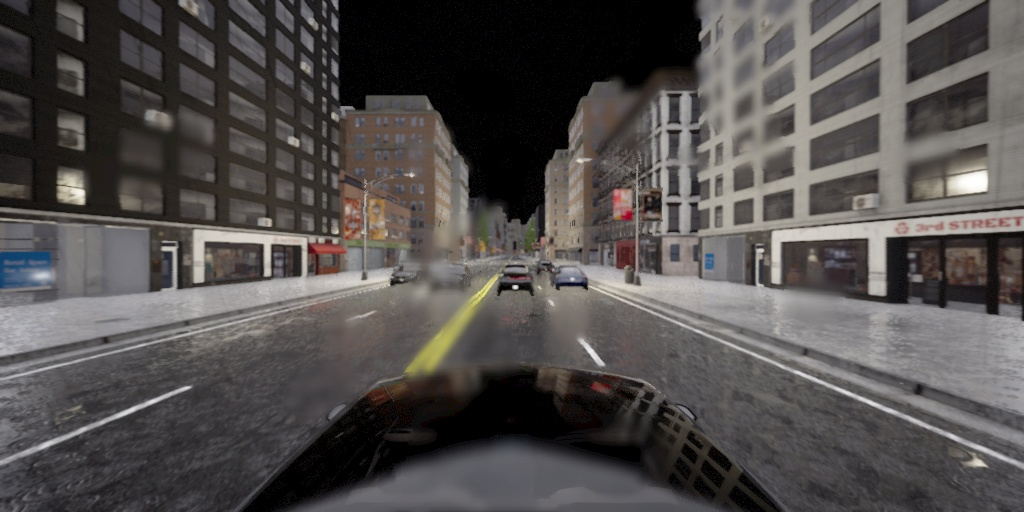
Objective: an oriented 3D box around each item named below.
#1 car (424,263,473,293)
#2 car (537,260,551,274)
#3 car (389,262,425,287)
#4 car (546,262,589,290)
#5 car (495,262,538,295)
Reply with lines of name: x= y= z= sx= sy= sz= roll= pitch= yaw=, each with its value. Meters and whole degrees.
car: x=-3.268 y=1.192 z=20.096 sx=1.837 sy=1.490 sz=4.892 roll=0 pitch=0 yaw=0
car: x=3.526 y=1.153 z=39.497 sx=1.837 sy=1.490 sz=4.892 roll=0 pitch=1 yaw=0
car: x=-6.501 y=1.173 z=23.611 sx=1.837 sy=1.490 sz=4.892 roll=0 pitch=0 yaw=0
car: x=3.437 y=1.262 z=22.240 sx=1.994 sy=1.385 sz=4.181 roll=0 pitch=0 yaw=1
car: x=0.176 y=1.203 z=19.309 sx=1.837 sy=1.490 sz=4.892 roll=0 pitch=0 yaw=0
